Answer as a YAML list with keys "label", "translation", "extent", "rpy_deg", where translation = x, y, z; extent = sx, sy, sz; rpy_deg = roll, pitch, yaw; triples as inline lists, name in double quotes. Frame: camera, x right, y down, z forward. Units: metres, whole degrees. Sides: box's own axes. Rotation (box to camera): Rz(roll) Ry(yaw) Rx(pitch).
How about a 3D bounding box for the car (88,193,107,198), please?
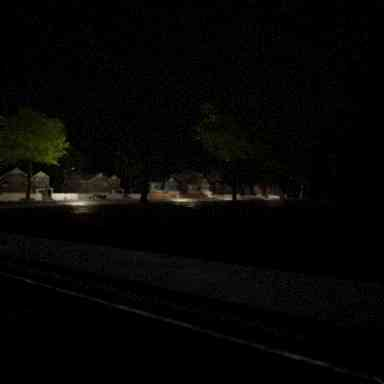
- label: "car"
  translation: [-22.103, 0.867, 77.632]
  extent: [2.097, 1.767, 4.553]
  rpy_deg: [1, 1, 36]
